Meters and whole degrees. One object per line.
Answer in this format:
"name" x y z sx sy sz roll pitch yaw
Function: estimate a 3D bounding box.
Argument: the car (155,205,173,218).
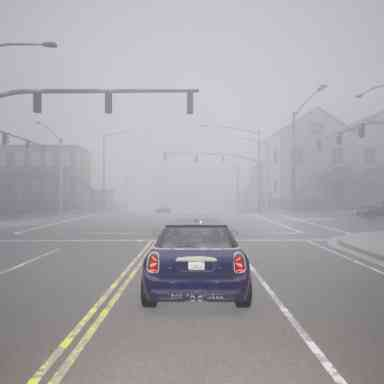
"car" -3.558 2.566 42.599 1.895 1.301 4.718 0 -8 0

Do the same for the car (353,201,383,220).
"car" 16.005 1.490 27.695 4.902 1.511 2.128 0 0 -1

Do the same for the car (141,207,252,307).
"car" 0.093 1.351 8.115 2.097 1.767 4.553 0 0 0
